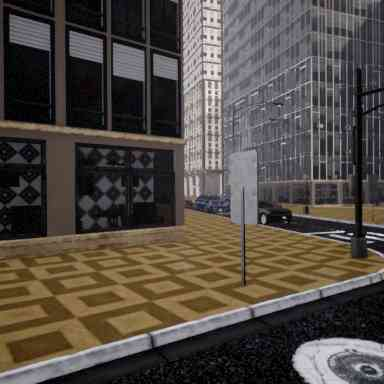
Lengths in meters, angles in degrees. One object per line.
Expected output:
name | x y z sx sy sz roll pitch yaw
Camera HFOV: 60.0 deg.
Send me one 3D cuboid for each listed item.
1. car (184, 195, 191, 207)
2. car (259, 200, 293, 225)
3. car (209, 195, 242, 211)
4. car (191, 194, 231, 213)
car | -1.315 1.094 41.349 1.994 1.385 4.181 -1 1 -18
car | 4.888 1.278 22.856 1.882 1.535 5.008 -1 1 -19
car | 3.528 1.119 36.174 1.812 1.442 4.674 -1 1 -19
car | 1.839 1.020 31.929 2.097 1.767 4.553 -1 1 -19
